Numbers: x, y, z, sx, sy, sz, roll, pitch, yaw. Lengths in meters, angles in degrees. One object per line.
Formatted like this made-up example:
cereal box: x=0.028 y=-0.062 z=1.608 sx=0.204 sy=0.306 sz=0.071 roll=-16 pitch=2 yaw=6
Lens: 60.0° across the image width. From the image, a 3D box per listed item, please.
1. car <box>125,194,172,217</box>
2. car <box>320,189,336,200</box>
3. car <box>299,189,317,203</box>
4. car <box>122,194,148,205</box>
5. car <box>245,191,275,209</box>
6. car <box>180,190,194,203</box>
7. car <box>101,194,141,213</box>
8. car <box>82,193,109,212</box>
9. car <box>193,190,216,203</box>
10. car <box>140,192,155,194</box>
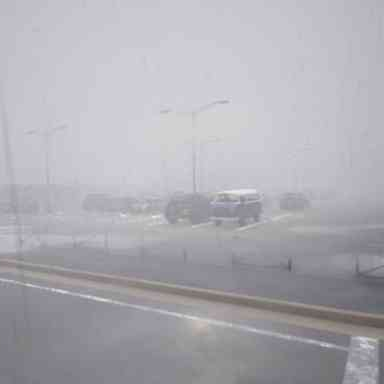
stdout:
car: x=-4.012 y=1.249 z=31.048 sx=1.970 sy=1.475 sz=3.806 roll=-1 pitch=1 yaw=30
car: x=22.006 y=0.391 z=53.604 sx=1.932 sy=1.855 sz=4.605 roll=-1 pitch=1 yaw=30
car: x=19.522 y=0.422 z=55.090 sx=1.905 sy=1.878 sz=3.866 roll=-1 pitch=1 yaw=30
car: x=-8.689 y=1.126 z=51.101 sx=1.784 sy=1.438 sz=3.905 roll=-1 pitch=1 yaw=30
car: x=8.498 y=0.958 z=41.283 sx=1.970 sy=1.475 sz=3.806 roll=-1 pitch=1 yaw=30
car: x=-0.024 y=0.888 z=66.265 sx=1.970 sy=1.475 sz=3.806 roll=-1 pitch=1 yaw=30
car: x=-6.524 y=1.247 z=32.487 sx=1.784 sy=1.438 sz=3.905 roll=-1 pitch=1 yaw=30
car: x=-8.880 y=1.064 z=33.776 sx=1.932 sy=1.855 sz=4.605 roll=-1 pitch=1 yaw=30
car: x=2.478 y=0.620 z=64.814 sx=1.905 sy=1.878 sz=3.866 roll=-1 pitch=1 yaw=30
car: x=-6.211 y=0.887 z=49.603 sx=1.932 sy=1.855 sz=4.605 roll=-1 pitch=1 yaw=30
